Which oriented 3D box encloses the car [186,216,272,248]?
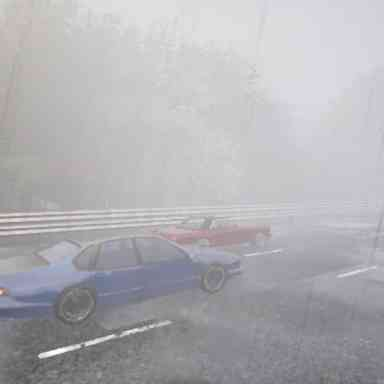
[{"bbox_3d":[0.948,1.587,13.020,4.718,1.301,1.895,0,0,-35],"label":"car"}]

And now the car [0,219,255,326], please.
[{"bbox_3d":[-1.364,1.541,7.077,5.357,1.411,2.033,0,0,-35],"label":"car"}]
